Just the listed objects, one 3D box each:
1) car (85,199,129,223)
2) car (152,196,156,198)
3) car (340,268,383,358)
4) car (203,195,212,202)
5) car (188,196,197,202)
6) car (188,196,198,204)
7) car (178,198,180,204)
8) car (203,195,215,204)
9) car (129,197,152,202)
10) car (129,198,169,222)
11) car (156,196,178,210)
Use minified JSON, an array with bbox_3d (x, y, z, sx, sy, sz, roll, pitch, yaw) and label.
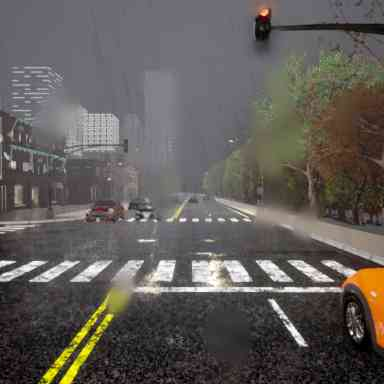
[{"bbox_3d":[-6.543,1.345,25.472,2.097,1.767,4.553,0,0,0],"label":"car"},{"bbox_3d":[-6.443,1.456,59.011,1.882,1.535,5.008,0,0,0],"label":"car"},{"bbox_3d":[3.359,1.351,3.381,2.097,1.767,4.553,0,0,0],"label":"car"},{"bbox_3d":[3.427,1.447,74.861,1.882,1.535,5.008,0,0,0],"label":"car"},{"bbox_3d":[0.177,1.565,74.914,1.895,1.301,4.718,0,0,0],"label":"car"},{"bbox_3d":[0.248,1.523,64.421,2.033,1.411,5.357,0,0,1],"label":"car"},{"bbox_3d":[-3.174,1.541,61.495,1.994,1.385,4.181,0,0,0],"label":"car"},{"bbox_3d":[3.498,1.467,64.696,2.128,1.511,4.902,0,0,0],"label":"car"},{"bbox_3d":[-6.507,1.464,40.594,1.882,1.535,5.008,0,0,0],"label":"car"},{"bbox_3d":[-3.291,1.485,26.501,2.128,1.511,4.902,0,0,0],"label":"car"},{"bbox_3d":[-3.250,1.462,43.693,1.882,1.535,5.008,0,0,0],"label":"car"}]
